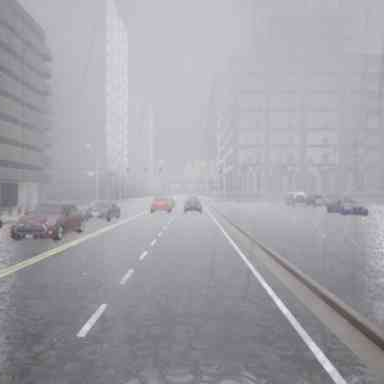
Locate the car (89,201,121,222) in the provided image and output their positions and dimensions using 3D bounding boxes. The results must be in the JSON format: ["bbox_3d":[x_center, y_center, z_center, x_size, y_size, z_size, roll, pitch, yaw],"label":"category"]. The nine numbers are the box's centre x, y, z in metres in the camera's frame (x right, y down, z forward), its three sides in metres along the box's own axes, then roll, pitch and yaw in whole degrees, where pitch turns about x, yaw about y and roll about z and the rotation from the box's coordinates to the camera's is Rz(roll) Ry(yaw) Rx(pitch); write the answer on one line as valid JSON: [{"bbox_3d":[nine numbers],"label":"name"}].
[{"bbox_3d":[-7.012,1.486,26.584,2.128,1.511,4.902,0,0,0],"label":"car"}]

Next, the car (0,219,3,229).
[{"bbox_3d":[-10.561,1.593,14.702,1.895,1.301,4.718,0,0,0],"label":"car"}]

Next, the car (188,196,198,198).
[{"bbox_3d":[0.156,1.352,47.207,2.097,1.767,4.553,0,0,1],"label":"car"}]

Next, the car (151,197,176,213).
[{"bbox_3d":[-3.292,1.349,36.969,2.097,1.767,4.553,0,0,0],"label":"car"}]

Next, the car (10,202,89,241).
[{"bbox_3d":[-7.054,1.347,16.700,2.097,1.767,4.553,0,0,0],"label":"car"}]

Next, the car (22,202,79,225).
[{"bbox_3d":[-10.521,1.539,25.242,2.033,1.411,5.357,0,0,0],"label":"car"}]

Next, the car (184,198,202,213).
[{"bbox_3d":[0.107,1.601,36.888,1.895,1.301,4.718,0,0,0],"label":"car"}]
